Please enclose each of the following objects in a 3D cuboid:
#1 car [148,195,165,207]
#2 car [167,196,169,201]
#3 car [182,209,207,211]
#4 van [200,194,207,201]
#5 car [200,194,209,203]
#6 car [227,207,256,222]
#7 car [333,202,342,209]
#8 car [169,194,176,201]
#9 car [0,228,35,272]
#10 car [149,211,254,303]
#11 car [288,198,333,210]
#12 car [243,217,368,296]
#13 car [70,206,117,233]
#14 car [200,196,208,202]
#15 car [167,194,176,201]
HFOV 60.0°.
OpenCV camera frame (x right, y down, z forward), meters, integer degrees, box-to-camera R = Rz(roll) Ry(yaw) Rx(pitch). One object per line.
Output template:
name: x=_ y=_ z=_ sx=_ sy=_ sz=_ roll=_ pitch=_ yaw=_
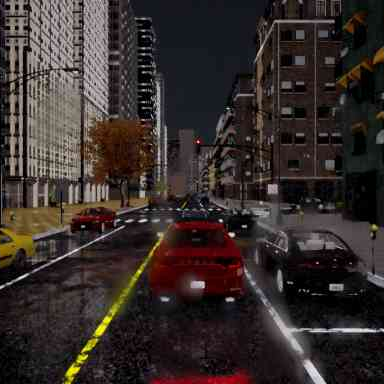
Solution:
car: x=-5.582 y=1.349 z=51.875 sx=2.192 sy=1.841 sz=5.009 roll=0 pitch=0 yaw=0
car: x=-5.570 y=1.607 z=57.398 sx=1.947 sy=1.339 sz=4.313 roll=0 pitch=0 yaw=0
car: x=0.126 y=1.605 z=18.401 sx=1.895 sy=1.301 sz=4.718 roll=0 pitch=0 yaw=0
van: x=2.869 y=1.424 z=84.995 sx=1.690 sy=1.788 sz=3.998 roll=0 pitch=0 yaw=0
car: x=2.846 y=1.629 z=73.948 sx=1.947 sy=1.339 sz=4.313 roll=0 pitch=0 yaw=0
car: x=2.730 y=1.555 z=19.469 sx=2.008 sy=1.369 sz=4.403 roll=0 pitch=0 yaw=0
car: x=18.905 y=1.259 z=38.895 sx=4.829 sy=1.417 sz=1.752 roll=-1 pitch=1 yaw=0
car: x=-5.512 y=1.649 z=85.012 sx=1.947 sy=1.339 sz=4.313 roll=0 pitch=0 yaw=0
car: x=-5.673 y=1.526 z=8.251 sx=1.752 sy=1.417 sz=4.829 roll=0 pitch=0 yaw=0
car: x=0.109 y=1.478 z=8.310 sx=1.882 sy=1.535 sz=5.008 roll=0 pitch=0 yaw=0
car: x=13.508 y=1.359 z=38.852 sx=4.403 sy=1.369 sz=2.008 roll=-1 pitch=1 yaw=0
car: x=2.707 y=1.551 z=8.403 sx=2.008 sy=1.369 sz=4.403 roll=0 pitch=0 yaw=0
car: x=-5.650 y=1.549 z=19.487 sx=1.887 sy=1.381 sz=4.507 roll=0 pitch=0 yaw=0
car: x=2.858 y=1.598 z=79.641 sx=1.752 sy=1.417 sz=4.829 roll=0 pitch=0 yaw=0
car: x=-5.501 y=1.409 z=90.535 sx=2.192 sy=1.841 sz=5.009 roll=0 pitch=0 yaw=0
